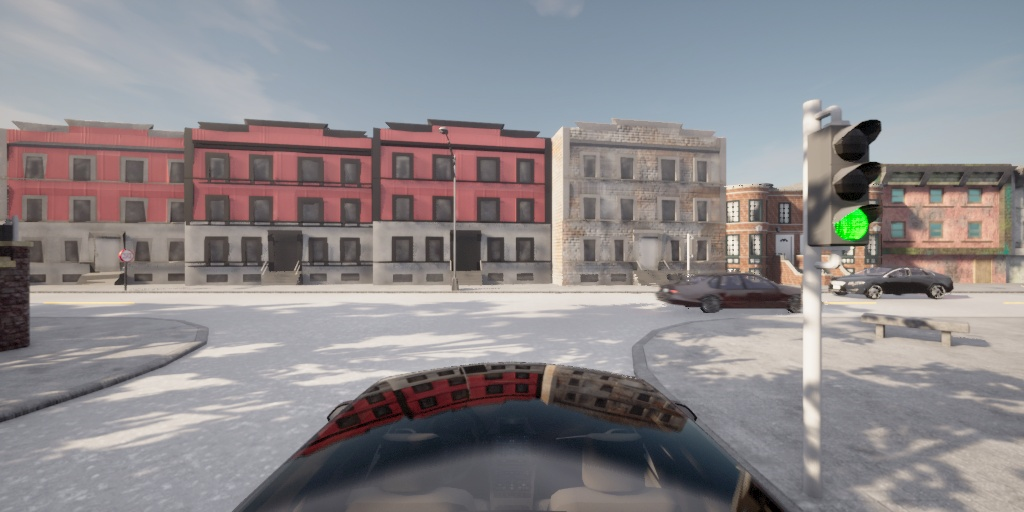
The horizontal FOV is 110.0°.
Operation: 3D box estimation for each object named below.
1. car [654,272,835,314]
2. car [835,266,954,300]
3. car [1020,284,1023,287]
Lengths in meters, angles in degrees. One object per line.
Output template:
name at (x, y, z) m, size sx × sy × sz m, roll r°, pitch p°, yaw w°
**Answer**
car at (8.126, 1.301, 13.123) m, size 5.357 × 1.411 × 2.033 m, roll 0°, pitch 0°, yaw 0°
car at (18.138, 1.247, 17.318) m, size 4.902 × 1.511 × 2.128 m, roll 0°, pitch 0°, yaw 0°
car at (28.066, 1.356, 17.304) m, size 4.718 × 1.301 × 1.895 m, roll 0°, pitch 0°, yaw 0°
